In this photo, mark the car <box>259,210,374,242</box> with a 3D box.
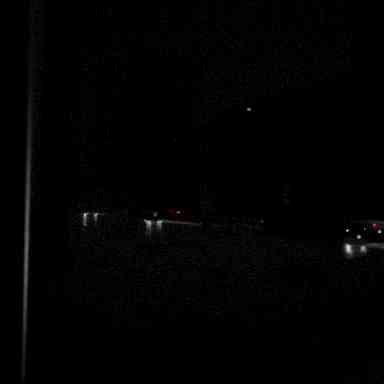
[{"bbox_3d":[5.903,1.633,16.930,2.033,1.411,5.357,1,-1,-35],"label":"car"}]

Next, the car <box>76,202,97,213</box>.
[{"bbox_3d":[-14.710,2.166,46.261,1.812,1.442,4.674,1,-2,-35],"label":"car"}]

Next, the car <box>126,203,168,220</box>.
[{"bbox_3d":[-4.685,1.833,31.916,2.128,1.511,4.902,1,-2,-35],"label":"car"}]

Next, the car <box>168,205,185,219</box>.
[{"bbox_3d":[-2.461,1.966,33.863,1.994,1.385,4.181,1,-2,-35],"label":"car"}]

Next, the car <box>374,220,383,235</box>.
[{"bbox_3d":[8.251,1.745,18.707,1.895,1.301,4.718,1,-1,-35],"label":"car"}]
